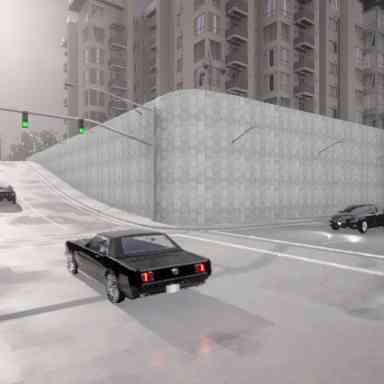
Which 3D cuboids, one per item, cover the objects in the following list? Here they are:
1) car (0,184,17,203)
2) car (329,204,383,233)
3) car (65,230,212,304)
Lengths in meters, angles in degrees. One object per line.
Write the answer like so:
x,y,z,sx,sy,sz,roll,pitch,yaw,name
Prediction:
-16.754,0.030,29.287,2.128,1.511,4.902,0,9,-36,car
10.150,1.504,19.850,4.892,1.490,1.837,0,0,-36,car
-1.663,1.601,8.312,1.895,1.301,4.718,0,0,-36,car
